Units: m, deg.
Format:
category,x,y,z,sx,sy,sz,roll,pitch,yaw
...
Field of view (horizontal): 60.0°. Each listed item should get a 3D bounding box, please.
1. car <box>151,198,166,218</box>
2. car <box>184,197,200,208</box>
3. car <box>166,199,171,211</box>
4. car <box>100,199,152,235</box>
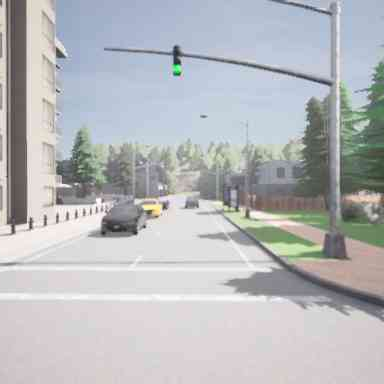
category,x,y,z,sx,sy,sz,roll,pitch,yaw
car,-3.590,1.334,28.287,1.882,1.535,5.008,0,0,0
car,0.018,1.330,42.526,2.033,1.411,5.357,0,0,0
car,-3.559,1.404,38.389,1.895,1.301,4.718,0,0,0
car,-3.599,1.386,18.326,1.882,1.535,5.008,0,0,0
